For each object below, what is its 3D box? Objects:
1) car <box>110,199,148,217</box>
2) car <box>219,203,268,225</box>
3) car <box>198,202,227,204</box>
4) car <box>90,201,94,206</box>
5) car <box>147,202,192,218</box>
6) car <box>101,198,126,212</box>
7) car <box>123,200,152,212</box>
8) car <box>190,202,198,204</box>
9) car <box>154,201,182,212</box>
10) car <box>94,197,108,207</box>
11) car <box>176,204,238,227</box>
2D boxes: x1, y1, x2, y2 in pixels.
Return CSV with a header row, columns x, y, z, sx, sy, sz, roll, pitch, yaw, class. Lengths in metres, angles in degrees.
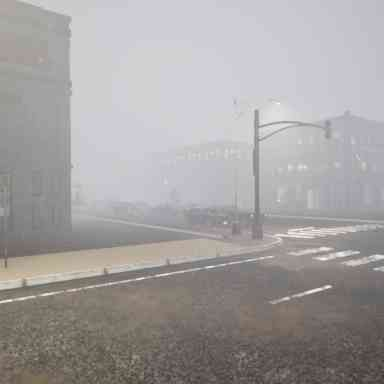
x,y,z,sx,sy,sz,roll,pitch,yaw,class
-6.935,1.846,36.217,1.967,1.590,4.097,-1,0,-36,car
3.615,1.814,25.926,1.895,1.301,4.718,-1,0,-36,car
3.103,1.809,36.587,2.008,1.369,4.403,-2,0,-36,car
-19.419,2.227,68.114,1.887,1.381,4.507,-1,0,-36,car
-2.402,1.933,34.349,1.895,1.301,4.718,-1,0,-36,car
-10.228,1.961,45.337,1.882,1.535,5.008,-1,0,-35,car
-7.825,1.946,47.443,2.128,1.511,4.902,-1,0,-36,car
-0.114,1.903,41.091,1.802,1.307,4.206,-2,0,-36,car
-3.330,1.965,45.594,1.802,1.307,4.206,-2,0,-36,car
-16.207,1.939,63.610,2.192,1.841,5.009,-1,0,-36,car
1.035,1.814,24.856,1.947,1.339,4.313,-2,0,-36,car
